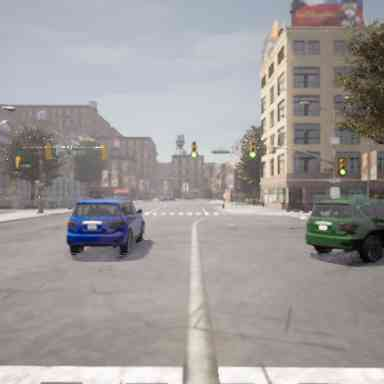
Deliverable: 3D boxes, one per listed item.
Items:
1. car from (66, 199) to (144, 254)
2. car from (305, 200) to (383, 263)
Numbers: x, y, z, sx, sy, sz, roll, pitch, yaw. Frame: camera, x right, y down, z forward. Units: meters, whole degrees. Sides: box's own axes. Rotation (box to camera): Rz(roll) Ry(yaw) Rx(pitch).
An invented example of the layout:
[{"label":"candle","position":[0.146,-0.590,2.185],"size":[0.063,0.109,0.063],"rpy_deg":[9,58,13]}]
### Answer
[{"label":"car","position":[-3.408,1.316,14.032],"size":[2.150,2.045,5.566],"rpy_deg":[0,0,0]},{"label":"car","position":[6.771,1.310,12.511],"size":[5.566,2.045,2.150],"rpy_deg":[0,-1,-29]}]
